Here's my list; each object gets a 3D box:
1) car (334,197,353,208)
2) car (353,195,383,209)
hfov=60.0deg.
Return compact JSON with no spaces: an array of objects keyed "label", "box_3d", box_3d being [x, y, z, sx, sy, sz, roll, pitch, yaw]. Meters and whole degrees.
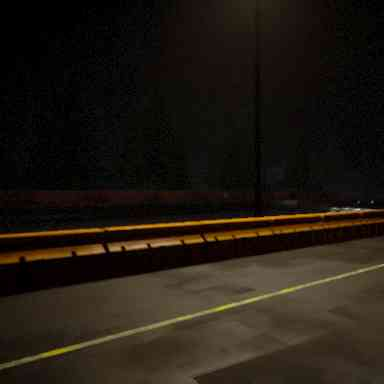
[{"label":"car","box_3d":[22.358,1.428,48.301,1.882,1.535,5.008,0,0,45]},{"label":"car","box_3d":[24.212,1.303,45.226,4.553,1.767,2.097,0,0,-45]}]
